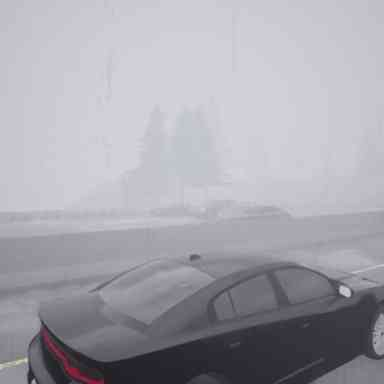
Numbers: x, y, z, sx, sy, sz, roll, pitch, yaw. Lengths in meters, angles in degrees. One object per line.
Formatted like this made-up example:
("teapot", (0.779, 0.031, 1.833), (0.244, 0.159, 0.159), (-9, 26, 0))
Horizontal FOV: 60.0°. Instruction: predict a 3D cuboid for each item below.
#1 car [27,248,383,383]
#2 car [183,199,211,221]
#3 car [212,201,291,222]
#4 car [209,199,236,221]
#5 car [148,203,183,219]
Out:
("car", (0.702, 1.474, 4.245), (5.008, 1.535, 1.882), (0, 0, -35))
("car", (1.932, 1.331, 26.811), (4.553, 1.767, 2.097), (0, 0, -35))
("car", (3.795, 1.487, 19.567), (4.892, 1.490, 1.837), (0, 0, -35))
("car", (3.965, 1.472, 23.967), (4.902, 1.511, 2.128), (0, 0, -35))
("car", (-1.403, 1.582, 28.760), (4.718, 1.301, 1.895), (0, 0, -35))
